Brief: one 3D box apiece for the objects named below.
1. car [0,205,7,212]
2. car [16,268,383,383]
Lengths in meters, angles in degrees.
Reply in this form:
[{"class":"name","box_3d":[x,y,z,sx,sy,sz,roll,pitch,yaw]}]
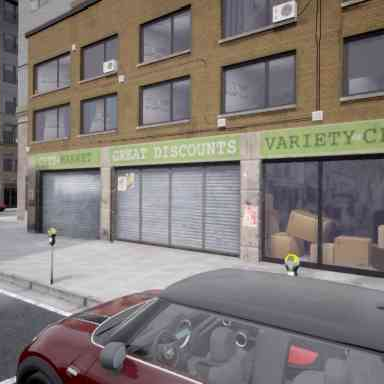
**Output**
[{"class":"car","box_3d":[-19.429,1.458,29.774,1.895,1.301,4.718,1,1,34]},{"class":"car","box_3d":[0.240,1.440,2.894,4.097,1.590,1.967,0,1,35]}]
